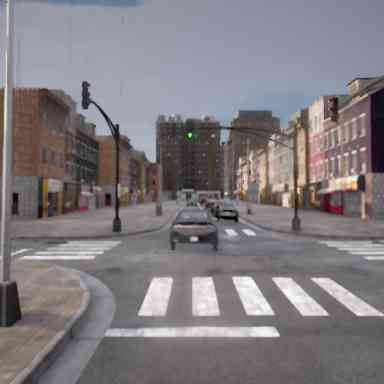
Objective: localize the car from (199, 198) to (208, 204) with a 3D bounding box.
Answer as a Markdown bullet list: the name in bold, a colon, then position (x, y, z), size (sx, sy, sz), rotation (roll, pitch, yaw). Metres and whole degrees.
- **car**: position (2.616, 2.012, 75.428), size (1.802, 1.307, 4.206), rotation (1, -1, 0)

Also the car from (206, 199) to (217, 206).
- **car**: position (2.640, 1.649, 31.927), size (1.947, 1.339, 4.313), rotation (1, 0, 0)

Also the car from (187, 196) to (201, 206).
- **car**: position (0.024, 1.803, 56.809), size (2.033, 1.411, 5.357), rotation (0, 0, 0)

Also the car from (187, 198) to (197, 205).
- **car**: position (-0.032, 1.906, 67.015), size (2.033, 1.411, 5.357), rotation (0, -1, 0)

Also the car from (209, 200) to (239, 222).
- **car**: position (2.644, 1.623, 26.490), size (1.947, 1.339, 4.313), rotation (1, 0, 0)

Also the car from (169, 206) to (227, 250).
- **car**: position (0.083, 1.507, 14.120), size (2.128, 1.511, 4.902), rotation (0, -2, 0)

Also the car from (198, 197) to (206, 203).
- **car**: position (2.610, 2.095, 86.303), size (1.887, 1.381, 4.507), rotation (1, -1, 0)

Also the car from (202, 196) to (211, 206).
- **car**: position (2.728, 1.651, 46.209), size (1.882, 1.535, 5.008), rotation (0, 0, 0)

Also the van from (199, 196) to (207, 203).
- **van**: position (2.617, 1.830, 80.868), size (1.690, 1.788, 3.998), rotation (1, -1, 0)
